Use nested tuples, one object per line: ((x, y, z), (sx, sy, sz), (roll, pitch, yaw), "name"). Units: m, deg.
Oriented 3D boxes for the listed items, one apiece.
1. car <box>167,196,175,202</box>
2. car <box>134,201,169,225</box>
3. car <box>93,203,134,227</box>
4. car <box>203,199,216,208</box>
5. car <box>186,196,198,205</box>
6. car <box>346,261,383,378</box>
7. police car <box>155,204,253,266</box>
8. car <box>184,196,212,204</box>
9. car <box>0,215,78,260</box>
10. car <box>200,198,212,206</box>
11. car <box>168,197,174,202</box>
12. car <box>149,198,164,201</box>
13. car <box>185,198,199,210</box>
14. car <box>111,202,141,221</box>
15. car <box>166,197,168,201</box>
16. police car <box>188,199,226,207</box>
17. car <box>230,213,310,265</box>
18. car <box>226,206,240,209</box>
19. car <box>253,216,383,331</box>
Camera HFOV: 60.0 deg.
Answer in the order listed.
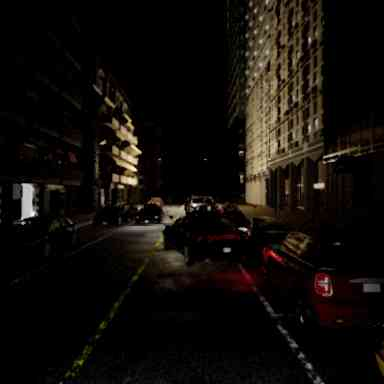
((-5.733, 1.942, 91.633), (2.008, 1.369, 4.403), (0, 0, 0), "car")
((-3.111, 1.644, 25.447), (2.033, 1.411, 5.357), (0, 0, 0), "car")
((-5.702, 1.656, 23.850), (1.947, 1.339, 4.313), (0, 0, 0), "car")
((2.666, 1.754, 52.097), (1.887, 1.381, 4.507), (0, 0, 0), "car")
((-0.030, 1.613, 63.799), (2.097, 1.767, 4.553), (0, 0, 0), "car")
((2.689, 1.531, 1.431), (1.752, 1.417, 4.829), (0, 0, 0), "car")
((0.242, 1.470, 12.055), (1.930, 1.638, 5.238), (0, 0, -18), "police car")
((0.658, 1.331, 28.094), (2.150, 2.045, 5.566), (0, 0, -4), "car")
((-5.697, 1.597, 12.553), (2.008, 1.369, 4.403), (0, 0, 0), "car")
((2.660, 1.810, 63.394), (2.008, 1.369, 4.403), (0, 0, 0), "car")
((-5.731, 1.915, 85.985), (2.008, 1.369, 4.403), (0, 0, 0), "car")
((-5.715, 1.649, 52.093), (1.967, 1.590, 4.097), (0, 0, 0), "car")
((-0.013, 1.695, 47.475), (1.837, 1.490, 4.892), (0, 0, 0), "car")
((-5.705, 1.638, 29.330), (1.752, 1.417, 4.829), (0, 0, 0), "car")
((-5.717, 1.816, 57.741), (1.802, 1.307, 4.206), (0, 0, 0), "car")
((0.890, 1.509, 22.178), (1.930, 1.638, 5.238), (0, 0, 0), "police car")
((2.684, 1.597, 12.558), (2.008, 1.369, 4.403), (0, 0, 0), "car")
((2.679, 1.656, 23.855), (1.947, 1.339, 4.313), (0, 0, 0), "car")
((2.687, 1.466, 6.909), (1.967, 1.590, 4.097), (0, 0, 0), "car")
